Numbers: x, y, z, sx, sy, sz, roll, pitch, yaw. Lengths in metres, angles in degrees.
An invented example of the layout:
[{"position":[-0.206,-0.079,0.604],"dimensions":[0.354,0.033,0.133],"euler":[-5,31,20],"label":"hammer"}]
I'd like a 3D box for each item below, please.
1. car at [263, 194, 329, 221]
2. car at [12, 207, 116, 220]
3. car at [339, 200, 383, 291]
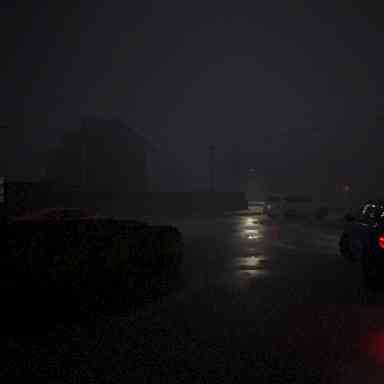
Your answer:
[{"position":[8.395,1.207,26.845],"dimensions":[5.566,2.045,2.150],"euler":[0,0,-25],"label":"car"},{"position":[-6.076,1.475,16.282],"dimensions":[5.008,1.535,1.882],"euler":[0,0,-35],"label":"car"},{"position":[5.488,1.214,8.799],"dimensions":[2.150,2.045,5.566],"euler":[0,0,17],"label":"car"}]
